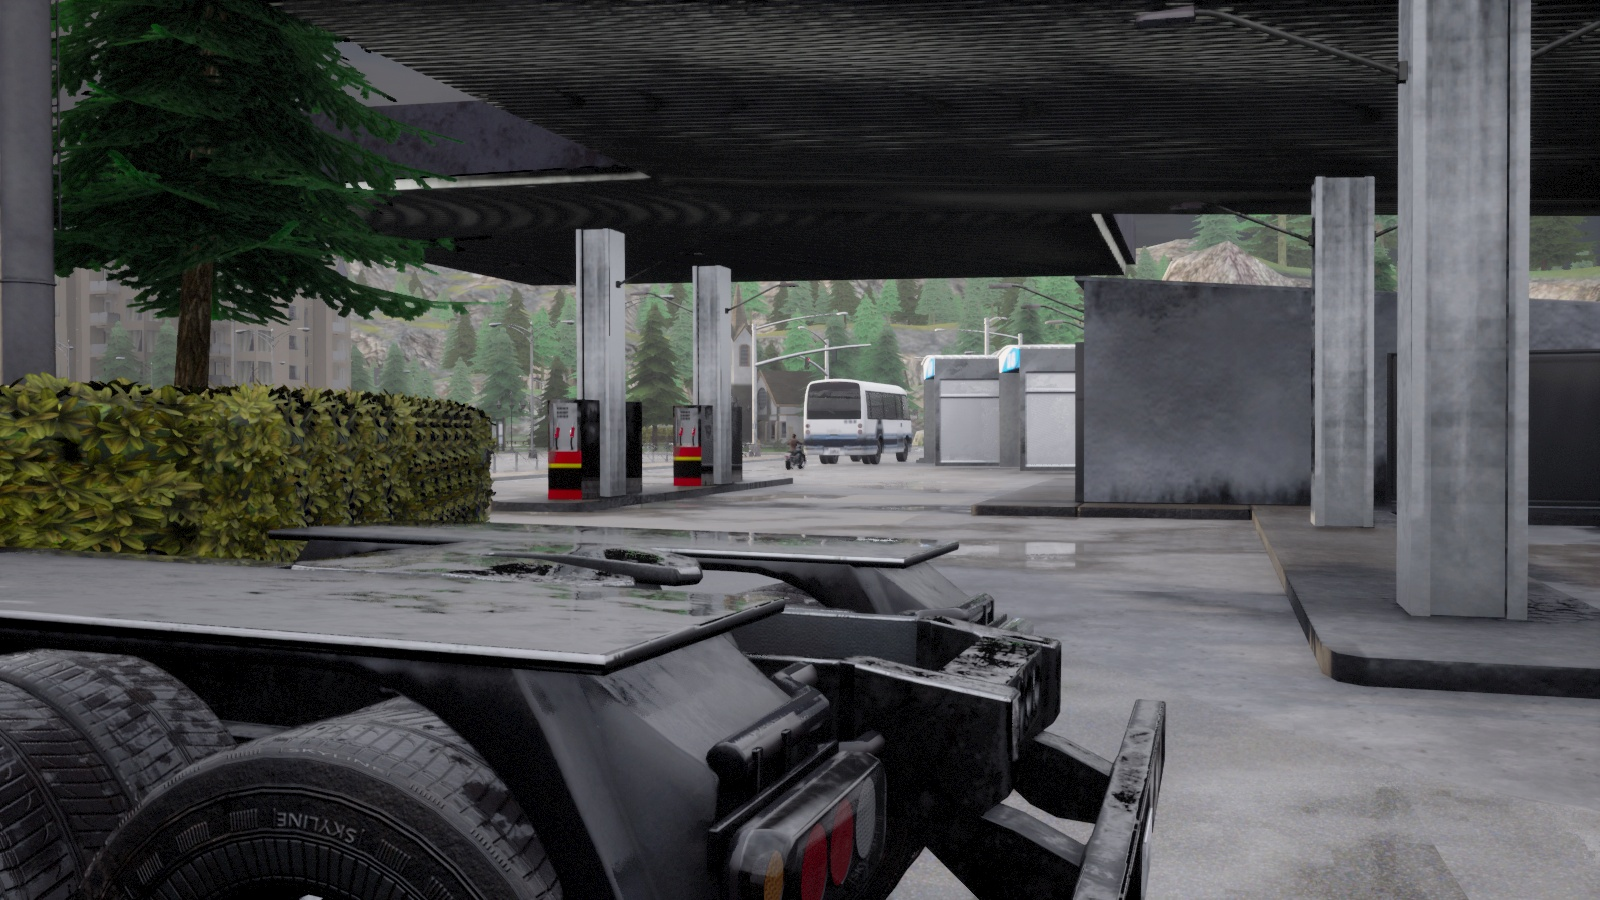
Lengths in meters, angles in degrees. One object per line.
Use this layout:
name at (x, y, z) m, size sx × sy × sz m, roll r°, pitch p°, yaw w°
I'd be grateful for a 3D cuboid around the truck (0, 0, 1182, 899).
truck at (-2.955, -0.167, 4.152) m, size 7.936 × 3.462 × 2.891 m, roll 1°, pitch 0°, yaw 18°

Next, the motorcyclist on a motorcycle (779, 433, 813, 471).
motorcyclist on a motorcycle at (-0.169, 0.074, 55.826) m, size 0.766 × 1.649 × 2.350 m, roll 1°, pitch 1°, yaw 19°

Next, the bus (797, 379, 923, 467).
bus at (3.382, -1.408, 66.345) m, size 3.944 × 4.253 × 10.273 m, roll 1°, pitch 1°, yaw 19°
